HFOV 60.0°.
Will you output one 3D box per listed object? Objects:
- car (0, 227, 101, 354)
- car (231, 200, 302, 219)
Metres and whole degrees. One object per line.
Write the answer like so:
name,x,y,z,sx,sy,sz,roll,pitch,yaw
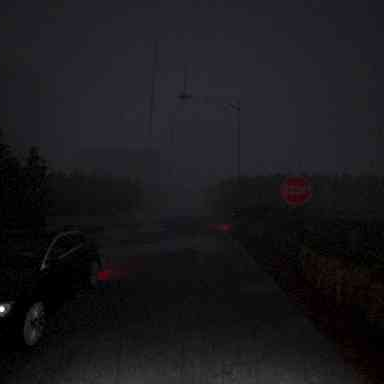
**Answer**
car,-3.137,1.481,6.267,2.128,1.511,4.902,0,0,1
car,5.053,1.304,22.329,5.008,1.535,1.882,0,-1,-20
